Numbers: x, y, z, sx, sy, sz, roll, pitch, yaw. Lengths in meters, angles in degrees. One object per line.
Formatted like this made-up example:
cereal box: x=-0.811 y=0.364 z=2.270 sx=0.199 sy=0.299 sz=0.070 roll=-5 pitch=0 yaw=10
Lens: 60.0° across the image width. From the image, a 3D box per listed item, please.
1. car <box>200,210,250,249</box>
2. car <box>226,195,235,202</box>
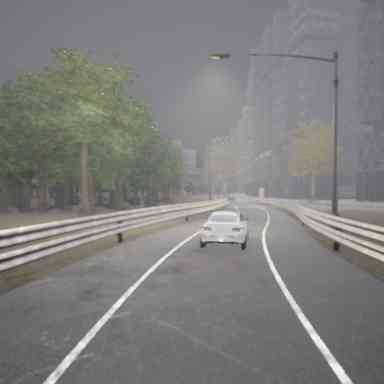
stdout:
car: x=1.509 y=1.532 z=14.596 sx=1.812 sy=1.442 sz=4.674 roll=0 pitch=0 yaw=10
car: x=8.958 y=1.477 z=78.559 sx=2.128 sy=1.511 sz=4.902 roll=0 pitch=0 yaw=-5
